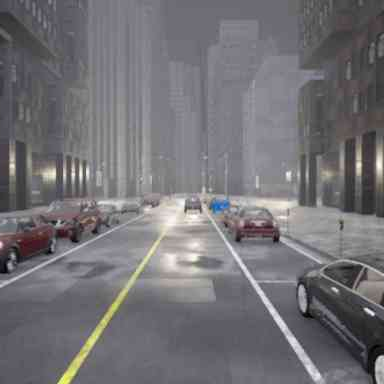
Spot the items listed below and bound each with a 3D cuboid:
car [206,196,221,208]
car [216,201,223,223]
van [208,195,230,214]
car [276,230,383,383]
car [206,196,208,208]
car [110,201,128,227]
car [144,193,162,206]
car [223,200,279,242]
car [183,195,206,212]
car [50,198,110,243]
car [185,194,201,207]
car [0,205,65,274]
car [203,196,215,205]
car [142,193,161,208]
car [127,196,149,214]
[{"bbox_3d":[2.779,1.334,44.011,1.752,1.417,4.829,0,0,0],"label":"car"},{"bbox_3d":[2.771,1.482,21.405,1.802,1.307,4.206,0,0,0],"label":"car"},{"bbox_3d":[2.775,1.193,32.623,1.690,1.788,3.998,0,0,0],"label":"van"},{"bbox_3d":[2.765,1.529,4.578,2.008,1.369,4.403,0,0,0],"label":"car"},{"bbox_3d":[2.777,1.375,38.231,1.887,1.381,4.507,0,0,0],"label":"car"},{"bbox_3d":[-5.754,1.451,21.404,2.008,1.369,4.403,0,0,0],"label":"car"},{"bbox_3d":[-5.744,1.105,49.450,2.192,1.841,5.009,0,0,0],"label":"car"},{"bbox_3d":[2.769,1.366,15.796,1.967,1.590,4.097,0,0,0],"label":"car"},{"bbox_3d":[0.115,1.332,35.222,2.128,1.511,4.902,0,0,0],"label":"car"},{"bbox_3d":[-5.756,1.241,15.794,2.192,1.841,5.009,0,0,0],"label":"car"},{"bbox_3d":[0.119,1.153,46.077,2.097,1.767,4.553,0,0,0],"label":"car"},{"bbox_3d":[-5.758,1.392,10.185,1.967,1.590,4.097,0,0,0],"label":"car"},{"bbox_3d":[2.783,1.353,55.058,1.802,1.307,4.206,0,0,0],"label":"car"},{"bbox_3d":[-5.746,1.124,43.840,2.192,1.841,5.009,0,0,0],"label":"car"},{"bbox_3d":[-5.750,1.403,32.623,2.008,1.369,4.403,0,0,0],"label":"car"}]
